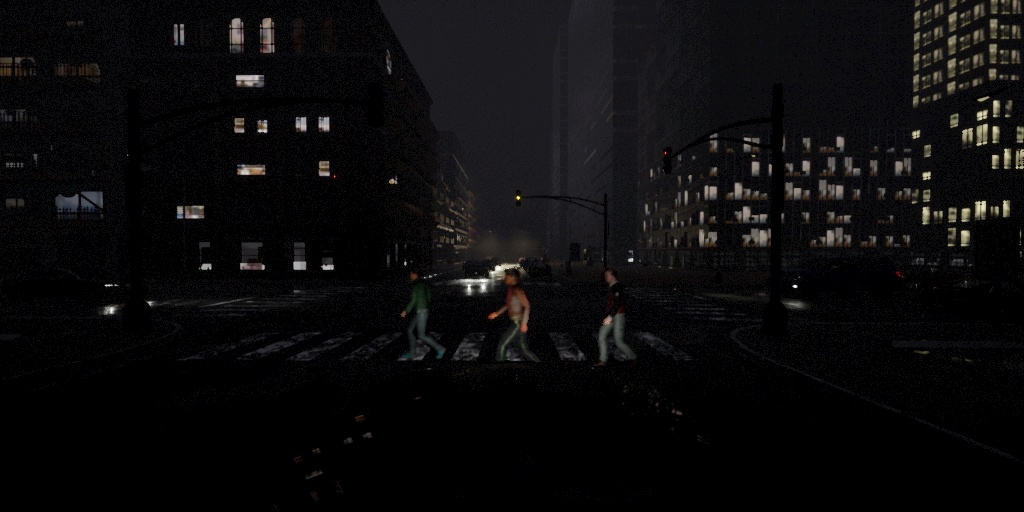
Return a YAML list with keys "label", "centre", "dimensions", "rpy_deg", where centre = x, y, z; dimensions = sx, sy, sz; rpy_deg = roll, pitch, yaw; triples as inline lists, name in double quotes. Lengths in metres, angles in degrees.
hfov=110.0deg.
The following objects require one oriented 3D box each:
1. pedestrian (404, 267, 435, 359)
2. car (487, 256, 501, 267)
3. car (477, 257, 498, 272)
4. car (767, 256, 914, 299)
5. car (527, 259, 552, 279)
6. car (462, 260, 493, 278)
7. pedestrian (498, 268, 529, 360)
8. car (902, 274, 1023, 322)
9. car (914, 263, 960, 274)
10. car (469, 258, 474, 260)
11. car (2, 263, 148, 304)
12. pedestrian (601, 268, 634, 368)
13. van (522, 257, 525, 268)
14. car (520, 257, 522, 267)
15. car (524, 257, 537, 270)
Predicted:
- label: "pedestrian"
  centre: [-1.760, 1.042, 6.866]
  dimensions: [0.375, 1.860, 0.375]
  rpy_deg: [-1, 1, 0]
- label: "car"
  centre: [-3.076, 1.026, 64.784]
  dimensions: [2.097, 1.767, 4.553]
  rpy_deg: [0, 0, 0]
- label: "car"
  centre: [-3.127, 1.209, 46.316]
  dimensions: [1.837, 1.490, 4.892]
  rpy_deg: [0, 1, 0]
- label: "car"
  centre: [16.170, 1.020, 18.139]
  dimensions: [5.566, 2.045, 2.150]
  rpy_deg: [0, 1, 1]
- label: "car"
  centre: [2.634, 1.270, 32.525]
  dimensions: [1.888, 1.381, 4.507]
  rpy_deg: [0, 0, 0]
- label: "car"
  centre: [-3.113, 1.289, 32.864]
  dimensions: [1.994, 1.385, 4.181]
  rpy_deg: [0, 0, 0]
- label: "pedestrian"
  centre: [0.023, 1.043, 5.621]
  dimensions: [0.375, 1.860, 0.375]
  rpy_deg: [-1, 1, 0]
- label: "car"
  centre: [16.707, 1.445, 12.228]
  dimensions: [4.403, 1.370, 2.007]
  rpy_deg: [0, 0, 1]
- label: "car"
  centre: [23.359, 1.229, 20.780]
  dimensions: [4.097, 1.591, 1.967]
  rpy_deg: [0, 0, 1]
- label: "car"
  centre: [-5.726, 1.268, 49.423]
  dimensions: [1.948, 1.339, 4.313]
  rpy_deg: [0, 0, 0]
- label: "car"
  centre: [-18.575, 1.181, 15.393]
  dimensions: [4.902, 1.511, 2.128]
  rpy_deg: [0, 1, 1]
- label: "pedestrian"
  centre: [1.849, 1.044, 6.347]
  dimensions: [0.375, 1.860, 0.375]
  rpy_deg: [-1, 1, 0]
- label: "van"
  centre: [2.622, 1.043, 49.462]
  dimensions: [1.690, 1.789, 3.998]
  rpy_deg: [0, 0, 0]
- label: "car"
  centre: [2.617, 1.238, 55.109]
  dimensions: [1.888, 1.381, 4.507]
  rpy_deg: [0, 0, 0]
- label: "car"
  centre: [2.630, 1.157, 38.170]
  dimensions: [1.967, 1.591, 4.097]
  rpy_deg: [0, 0, 0]
